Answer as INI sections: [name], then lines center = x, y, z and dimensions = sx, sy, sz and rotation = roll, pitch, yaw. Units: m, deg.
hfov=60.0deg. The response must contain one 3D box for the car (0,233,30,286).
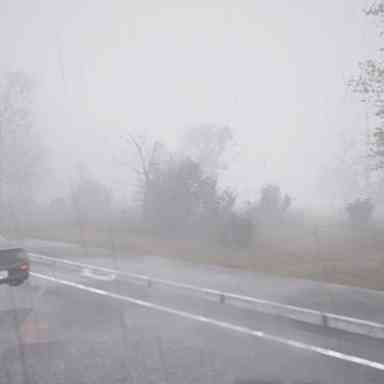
[car]
center = -5.774, 1.527, 8.111
dimensions = 4.674, 1.442, 1.812
rotation = 0, 0, 36
